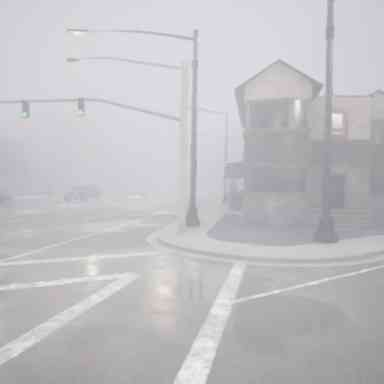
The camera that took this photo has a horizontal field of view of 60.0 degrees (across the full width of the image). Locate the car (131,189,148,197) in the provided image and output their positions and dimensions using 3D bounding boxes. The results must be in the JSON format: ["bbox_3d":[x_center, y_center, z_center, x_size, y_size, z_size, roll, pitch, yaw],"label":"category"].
[{"bbox_3d":[-9.069,0.101,57.917,1.994,1.385,4.181,1,0,10],"label":"car"}]

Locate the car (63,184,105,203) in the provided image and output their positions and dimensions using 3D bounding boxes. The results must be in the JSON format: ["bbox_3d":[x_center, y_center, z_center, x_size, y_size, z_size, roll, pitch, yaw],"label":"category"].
[{"bbox_3d":[-12.694,0.108,38.821,2.150,2.045,5.566,1,3,11],"label":"car"}]

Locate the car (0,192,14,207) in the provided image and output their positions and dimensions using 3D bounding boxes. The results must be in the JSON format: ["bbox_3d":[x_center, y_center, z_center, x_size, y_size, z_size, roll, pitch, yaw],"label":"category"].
[{"bbox_3d":[-18.033,0.653,29.272,1.882,1.535,5.008,1,2,11],"label":"car"}]
